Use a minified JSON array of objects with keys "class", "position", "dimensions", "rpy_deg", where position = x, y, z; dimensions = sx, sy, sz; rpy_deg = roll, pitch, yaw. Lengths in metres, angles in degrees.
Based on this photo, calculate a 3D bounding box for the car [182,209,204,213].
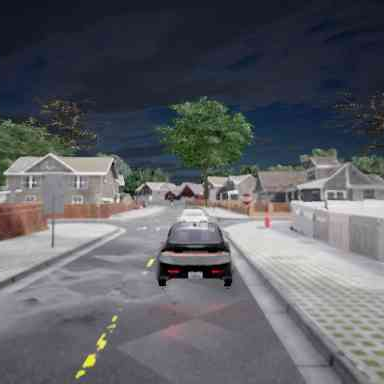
[{"class":"car","position":[0.041,1.759,20.105],"dimensions":[1.812,1.442,4.674],"rpy_deg":[0,-1,0]}]

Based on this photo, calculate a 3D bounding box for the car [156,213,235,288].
[{"class":"car","position":[0.080,1.596,9.564],"dimensions":[2.128,1.511,4.902],"rpy_deg":[0,-1,0]}]
